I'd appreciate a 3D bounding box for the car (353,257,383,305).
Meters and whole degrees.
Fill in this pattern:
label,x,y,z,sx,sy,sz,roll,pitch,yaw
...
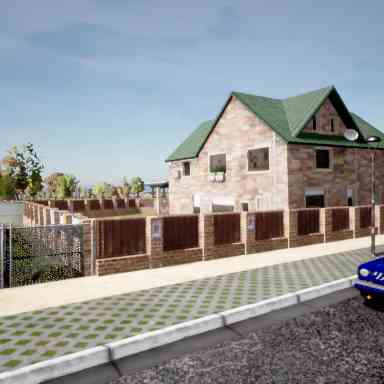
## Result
label,x,y,z,sx,sy,sz,roll,pitch,yaw
car,5.396,1.596,6.912,4.718,1.301,1.895,0,0,-36
